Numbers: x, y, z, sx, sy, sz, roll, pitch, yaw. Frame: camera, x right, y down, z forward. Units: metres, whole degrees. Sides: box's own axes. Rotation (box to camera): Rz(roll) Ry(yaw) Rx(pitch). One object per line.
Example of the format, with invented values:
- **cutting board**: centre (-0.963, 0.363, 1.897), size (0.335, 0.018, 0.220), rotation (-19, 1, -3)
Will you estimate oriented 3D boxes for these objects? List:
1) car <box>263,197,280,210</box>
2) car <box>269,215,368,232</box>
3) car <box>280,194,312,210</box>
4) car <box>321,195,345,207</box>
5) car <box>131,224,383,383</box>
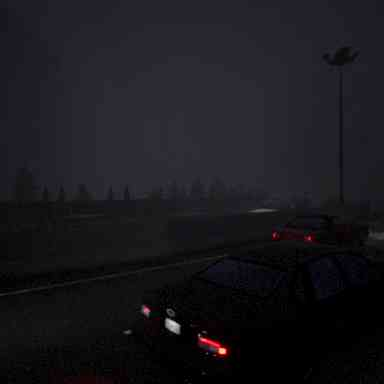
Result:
- **car**: centre (10.306, 1.354, 41.219), size (1.812, 1.442, 4.674), rotation (0, 0, 31)
- **car**: centre (5.016, 1.535, 12.718), size (4.718, 1.301, 1.895), rotation (-1, 0, -43)
- **car**: centre (12.069, 1.316, 37.471), size (2.128, 1.511, 4.902), rotation (0, 0, 33)
- **car**: centre (15.456, 1.366, 36.284), size (1.994, 1.385, 4.181), rotation (0, 0, 32)
- **car**: centre (1.745, 1.524, 5.268), size (5.357, 1.411, 2.033), rotation (-1, 0, -39)
